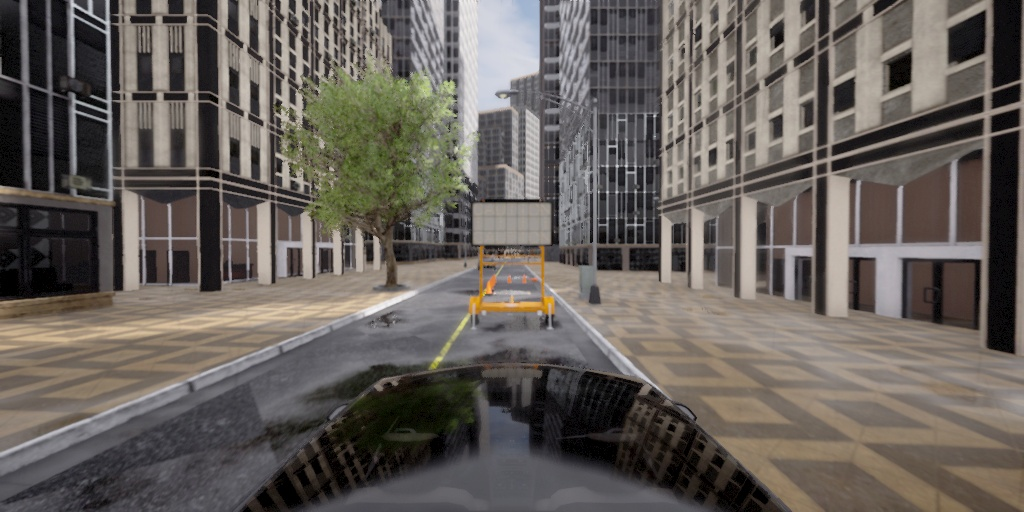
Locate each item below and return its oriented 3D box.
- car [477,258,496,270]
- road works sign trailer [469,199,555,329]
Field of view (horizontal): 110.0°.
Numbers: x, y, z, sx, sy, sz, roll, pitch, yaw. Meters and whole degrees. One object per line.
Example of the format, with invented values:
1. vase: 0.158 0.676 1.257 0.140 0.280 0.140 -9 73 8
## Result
1. car: -2.838 0.905 41.304 1.994 1.385 4.181 0 1 0
2. road works sign trailer: 0.000 0.114 10.768 2.380 3.560 2.880 0 0 0
